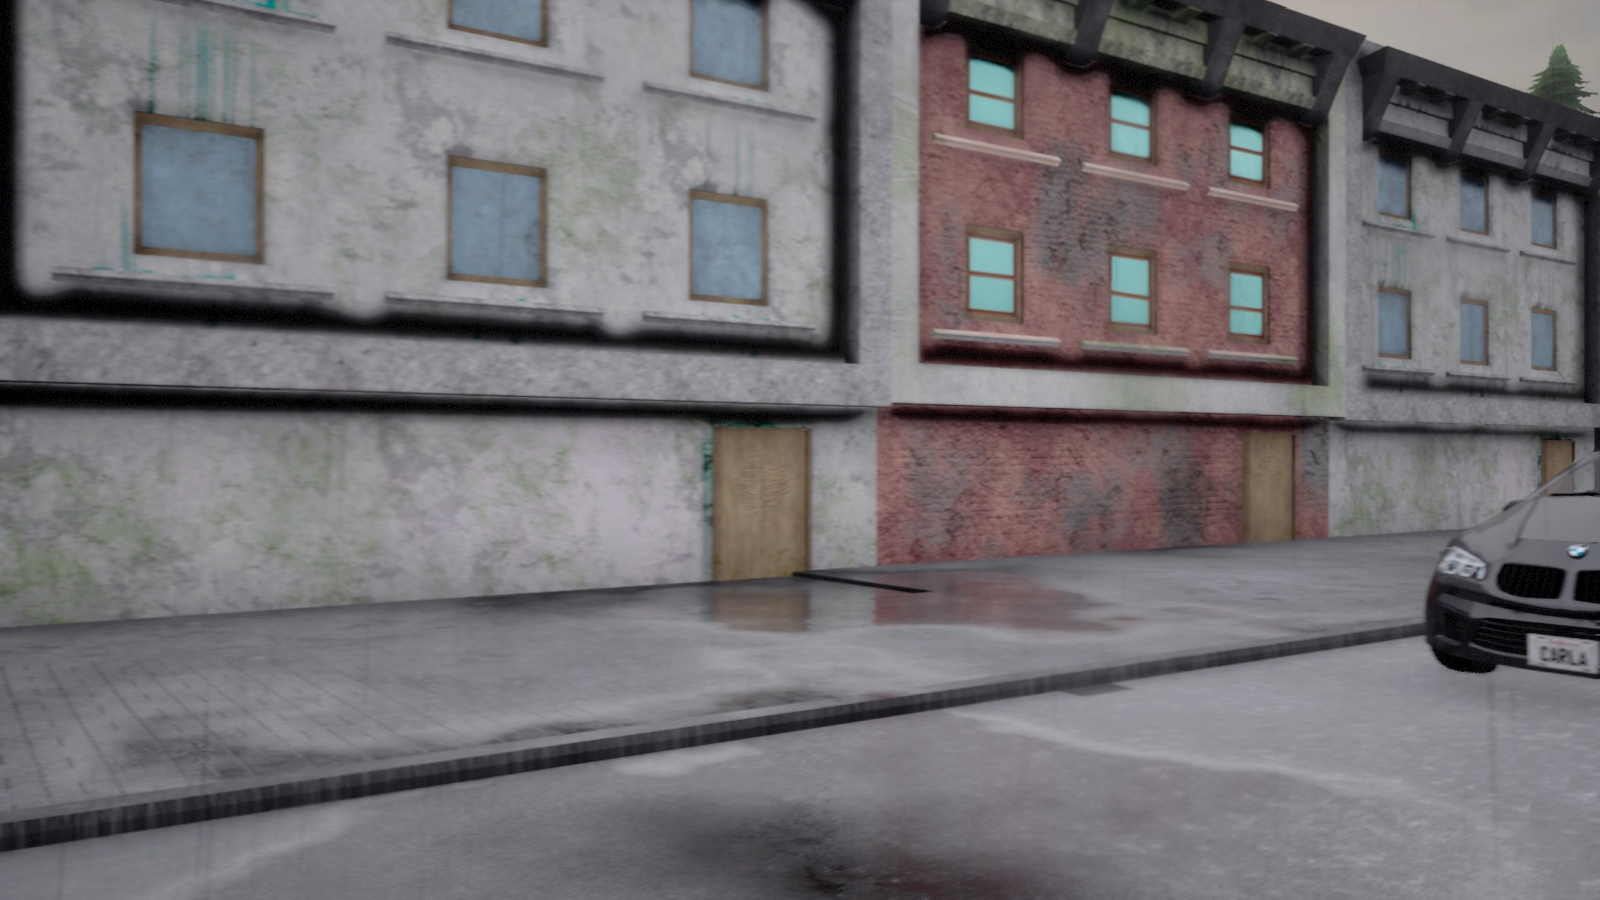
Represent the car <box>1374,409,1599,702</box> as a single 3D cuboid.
[{"bbox_3d":[6.309,0.599,8.659,4.611,1.667,2.242,0,0,-35],"label":"car"}]
